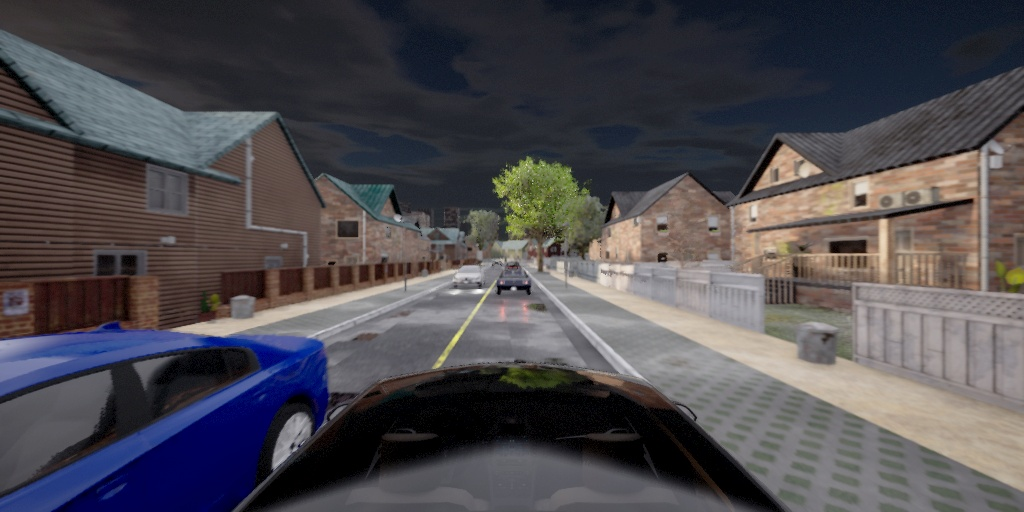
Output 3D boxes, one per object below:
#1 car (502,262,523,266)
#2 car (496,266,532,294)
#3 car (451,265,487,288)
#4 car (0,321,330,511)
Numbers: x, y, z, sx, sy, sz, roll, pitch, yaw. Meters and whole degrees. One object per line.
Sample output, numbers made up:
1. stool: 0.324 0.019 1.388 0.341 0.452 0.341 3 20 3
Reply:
1. car: 0.113 1.388 39.743 1.837 1.490 4.892 0 0 0
2. car: 0.101 1.421 20.843 1.895 1.301 4.718 0 0 0
3. car: -2.841 1.358 24.503 1.812 1.442 4.674 0 0 0
4. car: -2.844 1.228 1.699 1.882 1.535 5.008 0 0 0
